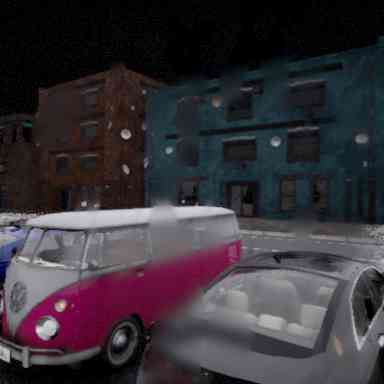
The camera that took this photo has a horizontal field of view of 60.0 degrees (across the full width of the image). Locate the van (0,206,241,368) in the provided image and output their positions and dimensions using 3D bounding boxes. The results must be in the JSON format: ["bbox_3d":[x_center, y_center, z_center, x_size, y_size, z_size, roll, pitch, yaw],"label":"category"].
[{"bbox_3d":[-0.877,1.270,5.623,1.878,1.987,4.442,0,0,35],"label":"van"}]

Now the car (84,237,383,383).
[{"bbox_3d":[1.456,1.486,4.099,2.231,1.521,4.892,0,0,35],"label":"car"}]
